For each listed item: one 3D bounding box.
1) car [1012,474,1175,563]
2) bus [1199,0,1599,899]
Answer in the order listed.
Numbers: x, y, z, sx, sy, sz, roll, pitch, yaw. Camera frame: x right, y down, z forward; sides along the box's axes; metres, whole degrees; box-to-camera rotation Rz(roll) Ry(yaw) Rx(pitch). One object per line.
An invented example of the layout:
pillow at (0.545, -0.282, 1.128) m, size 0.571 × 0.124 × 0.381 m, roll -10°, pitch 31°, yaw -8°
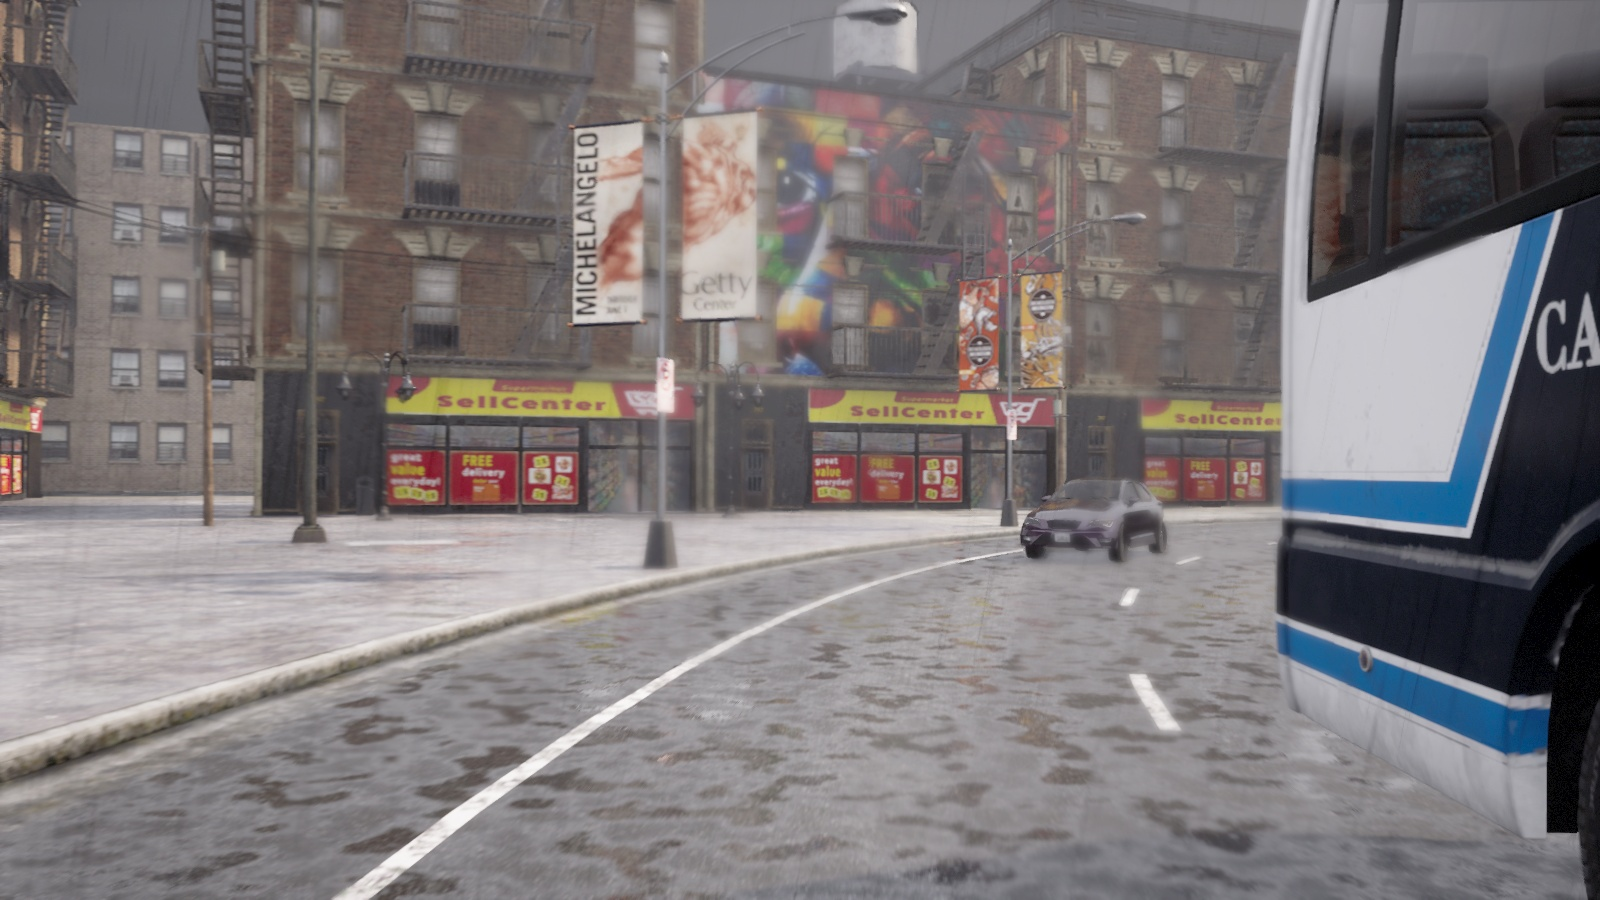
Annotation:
car at (5.544, 1.202, 23.377) m, size 1.816 × 1.474 × 4.193 m, roll -1°, pitch -1°, yaw 30°
bus at (3.433, -0.570, 0.169) m, size 3.944 × 4.253 × 10.273 m, roll 0°, pitch -1°, yaw 3°
